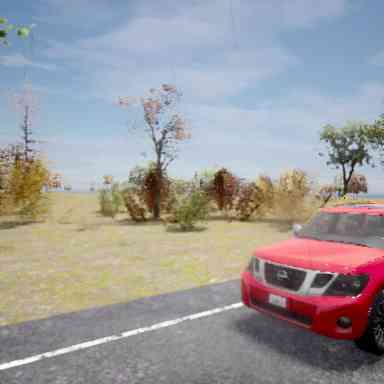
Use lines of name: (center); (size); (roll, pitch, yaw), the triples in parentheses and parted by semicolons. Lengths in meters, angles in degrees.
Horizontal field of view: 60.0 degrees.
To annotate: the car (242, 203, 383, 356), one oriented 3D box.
car: (3.503, 1.256, 6.492); (5.566, 2.045, 2.150); (0, 0, -35)
